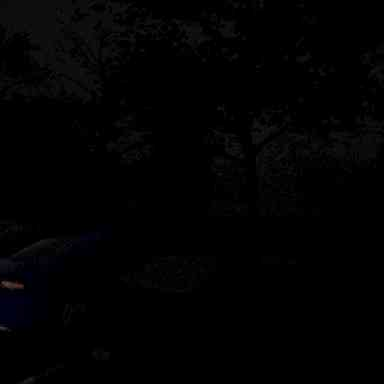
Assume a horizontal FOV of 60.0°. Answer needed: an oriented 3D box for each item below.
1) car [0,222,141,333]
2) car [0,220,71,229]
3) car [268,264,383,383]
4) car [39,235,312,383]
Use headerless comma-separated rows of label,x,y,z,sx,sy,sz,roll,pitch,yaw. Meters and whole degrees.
car,-1.757,1.513,7.008,2.097,1.535,5.008,0,0,36
car,-4.043,1.547,8.610,2.163,1.488,4.792,0,0,36
car,2.889,1.478,3.692,2.231,1.521,4.892,0,0,35
car,0.514,1.500,5.388,2.097,1.535,5.008,0,0,36
